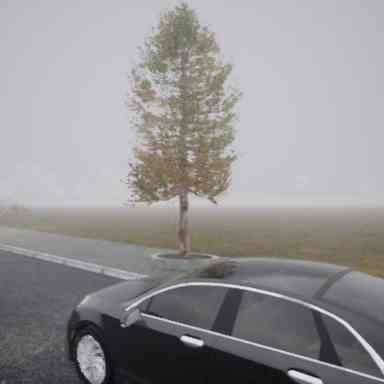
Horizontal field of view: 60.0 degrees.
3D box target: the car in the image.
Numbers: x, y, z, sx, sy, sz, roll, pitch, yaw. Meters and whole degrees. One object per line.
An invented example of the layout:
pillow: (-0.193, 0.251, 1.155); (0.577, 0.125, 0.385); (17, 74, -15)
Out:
car: (0.575, 1.486, 3.520); (4.892, 1.490, 1.837); (0, 0, 39)
